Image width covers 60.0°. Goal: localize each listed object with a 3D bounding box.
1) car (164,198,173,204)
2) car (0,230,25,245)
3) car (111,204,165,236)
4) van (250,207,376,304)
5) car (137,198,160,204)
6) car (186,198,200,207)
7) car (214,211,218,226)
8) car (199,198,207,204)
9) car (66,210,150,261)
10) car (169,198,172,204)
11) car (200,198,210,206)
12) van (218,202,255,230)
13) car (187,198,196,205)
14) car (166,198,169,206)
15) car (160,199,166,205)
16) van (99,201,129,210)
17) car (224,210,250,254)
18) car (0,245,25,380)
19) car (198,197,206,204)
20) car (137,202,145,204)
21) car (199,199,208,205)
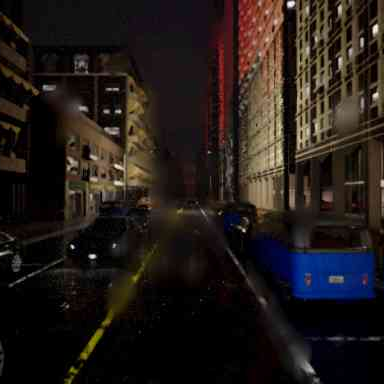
[{"bbox_3d":[-5.790,2.229,81.455,1.887,1.381,4.507,0,-1,0],"label":"car"},{"bbox_3d":[-5.699,1.617,8.025,2.008,1.369,4.403,0,0,0],"label":"car"},{"bbox_3d":[-3.024,1.685,19.605,2.128,1.511,4.902,0,0,0],"label":"car"},{"bbox_3d":[2.681,1.404,8.037,1.690,1.788,3.998,0,0,0],"label":"van"},{"bbox_3d":[-5.741,1.656,41.917,2.192,1.841,5.009,0,0,0],"label":"car"},{"bbox_3d":[-0.076,2.003,62.221,2.128,1.511,4.902,0,0,0],"label":"car"},{"bbox_3d":[2.660,1.765,24.980,1.947,1.339,4.313,0,0,0],"label":"car"},{"bbox_3d":[2.590,2.263,81.465,1.802,1.307,4.206,0,-1,0],"label":"car"},{"bbox_3d":[-3.107,1.652,13.062,2.033,1.411,5.357,0,0,0],"label":"car"},{"bbox_3d":[-5.776,2.107,69.987,1.752,1.417,4.829,0,-1,0],"label":"car"},{"bbox_3d":[2.611,2.112,64.519,1.802,1.307,4.206,0,-1,0],"label":"car"},{"bbox_3d":[2.668,1.494,19.334,1.690,1.788,3.998,0,0,0],"label":"van"},{"bbox_3d":[-0.089,1.988,72.642,1.994,1.385,4.181,0,-1,0],"label":"car"},{"bbox_3d":[-5.761,2.035,58.860,2.008,1.369,4.403,0,0,0],"label":"car"},{"bbox_3d":[-5.755,2.002,53.212,1.947,1.339,4.313,0,0,0],"label":"car"},{"bbox_3d":[-5.720,1.543,24.972,1.690,1.788,3.998,0,0,0],"label":"van"},{"bbox_3d":[2.675,1.659,13.684,2.008,1.369,4.403,0,0,0],"label":"car"},{"bbox_3d":[-3.100,1.512,2.224,2.128,1.511,4.902,0,-1,0],"label":"car"},{"bbox_3d":[2.583,2.173,87.113,1.967,1.590,4.097,0,-1,0],"label":"car"},{"bbox_3d":[-5.727,1.830,30.618,1.802,1.307,4.206,0,0,0],"label":"car"},{"bbox_3d":[2.598,2.196,75.815,1.947,1.339,4.313,0,-1,0],"label":"car"}]
